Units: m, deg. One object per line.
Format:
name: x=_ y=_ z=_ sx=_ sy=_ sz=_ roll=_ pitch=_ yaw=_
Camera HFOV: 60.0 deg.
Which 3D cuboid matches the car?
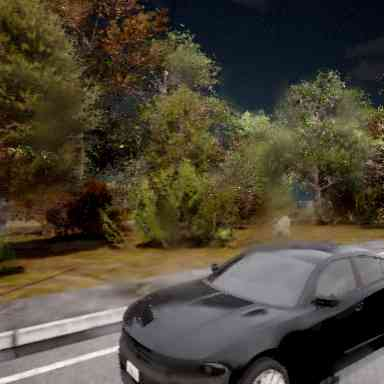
car: x=1.451 y=1.487 z=4.717 sx=5.008 sy=1.535 sz=1.882 roll=0 pitch=0 yaw=-35
